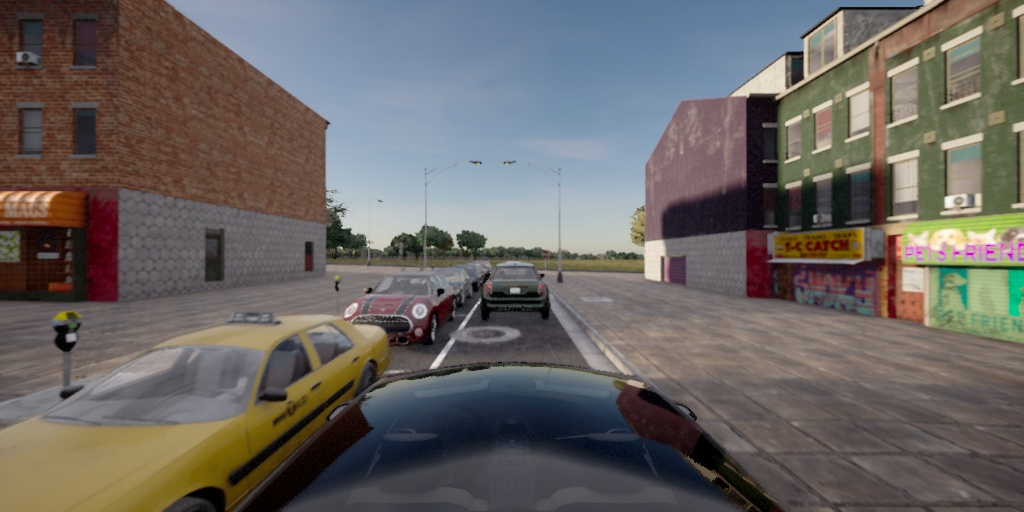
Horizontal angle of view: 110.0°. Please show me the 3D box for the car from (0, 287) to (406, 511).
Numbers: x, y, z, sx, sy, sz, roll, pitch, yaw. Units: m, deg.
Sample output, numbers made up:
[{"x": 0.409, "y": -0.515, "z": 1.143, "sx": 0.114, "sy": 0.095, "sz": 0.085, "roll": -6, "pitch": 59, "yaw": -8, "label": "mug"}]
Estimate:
[{"x": -2.635, "y": 1.258, "z": 3.393, "sx": 1.751, "sy": 1.417, "sz": 4.829, "roll": 0, "pitch": 0, "yaw": 0, "label": "car"}]

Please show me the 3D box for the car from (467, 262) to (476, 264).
[{"x": -2.616, "y": 1.169, "z": 20.181, "sx": 1.948, "sy": 1.339, "sz": 4.313, "roll": 0, "pitch": 0, "yaw": 0, "label": "car"}]

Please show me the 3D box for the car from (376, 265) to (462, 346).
[{"x": -2.629, "y": 1.124, "z": 9.102, "sx": 1.967, "sy": 1.591, "sz": 4.097, "roll": 0, "pitch": 0, "yaw": 0, "label": "car"}]

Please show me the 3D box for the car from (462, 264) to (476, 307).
[{"x": -2.622, "y": 1.193, "z": 14.641, "sx": 2.007, "sy": 1.370, "sz": 4.403, "roll": 0, "pitch": 0, "yaw": 0, "label": "car"}]

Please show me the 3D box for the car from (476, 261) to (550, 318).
[{"x": 0.102, "y": 1.009, "z": 12.568, "sx": 2.097, "sy": 1.767, "sz": 4.553, "roll": 0, "pitch": 0, "yaw": 0, "label": "car"}]
